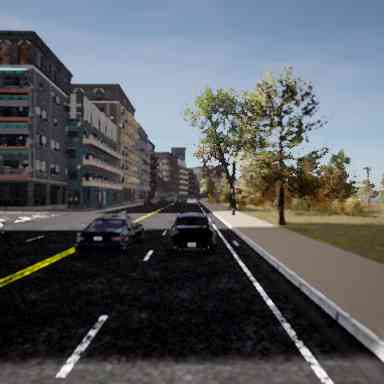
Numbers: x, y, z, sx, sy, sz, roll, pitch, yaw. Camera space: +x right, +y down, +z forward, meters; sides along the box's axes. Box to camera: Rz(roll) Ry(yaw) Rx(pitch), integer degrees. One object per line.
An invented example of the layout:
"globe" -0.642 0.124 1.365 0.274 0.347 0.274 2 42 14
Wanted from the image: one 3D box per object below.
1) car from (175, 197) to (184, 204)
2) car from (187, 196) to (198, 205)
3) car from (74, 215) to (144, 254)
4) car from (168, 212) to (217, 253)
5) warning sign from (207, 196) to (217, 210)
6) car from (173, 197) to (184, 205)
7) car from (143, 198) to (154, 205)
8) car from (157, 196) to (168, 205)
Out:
"car" -3.264 2.117 87.687 2.097 1.767 4.553 0 -1 0
"car" -0.012 1.940 76.077 2.150 2.045 5.566 0 -1 0
"car" -3.251 1.680 13.996 2.033 1.411 5.357 0 -1 0
"car" 0.002 1.644 14.310 1.837 1.490 4.892 0 0 0
"warning sign" 2.834 1.568 47.655 1.300 1.860 1.060 -1 -1 0
"car" -3.262 2.316 76.489 1.895 1.301 4.718 0 -1 0
"car" -9.762 2.210 74.798 1.837 1.490 4.892 0 -1 0
"car" -6.512 1.935 74.772 2.150 2.045 5.566 0 -1 0
